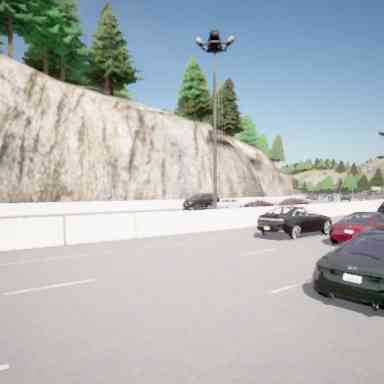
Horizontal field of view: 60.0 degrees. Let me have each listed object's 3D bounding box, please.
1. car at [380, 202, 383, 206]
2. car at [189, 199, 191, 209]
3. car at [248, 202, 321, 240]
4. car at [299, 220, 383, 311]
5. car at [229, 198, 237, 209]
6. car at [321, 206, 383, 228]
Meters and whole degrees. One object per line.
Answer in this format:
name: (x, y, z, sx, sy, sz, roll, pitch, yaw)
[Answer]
car: (17.083, 1.449, 27.864, 4.892, 1.490, 1.837, 0, 0, -45)
car: (1.310, 1.210, 42.014, 2.150, 2.045, 5.566, 0, 0, 45)
car: (5.344, 1.472, 17.036, 4.902, 1.511, 2.128, 0, 0, -40)
car: (4.528, 1.550, 7.359, 4.181, 1.385, 1.994, 0, 0, -38)
car: (4.489, 1.507, 40.274, 1.812, 1.442, 4.674, 0, 0, 44)
car: (7.777, 1.538, 14.518, 4.181, 1.385, 1.994, 0, 0, -40)
